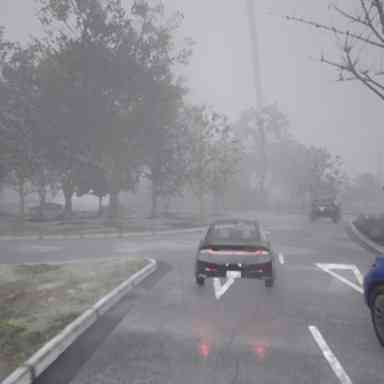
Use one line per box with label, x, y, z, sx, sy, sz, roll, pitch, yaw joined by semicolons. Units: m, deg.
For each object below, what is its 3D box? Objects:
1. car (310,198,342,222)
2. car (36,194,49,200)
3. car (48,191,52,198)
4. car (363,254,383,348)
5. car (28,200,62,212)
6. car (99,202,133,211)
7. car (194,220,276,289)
car;12.168;1.604;30.117;2.150;2.045;5.566;-1;-1;29
car;-36.705;1.422;80.800;1.946;1.575;5.366;0;2;-15
car;-38.123;1.193;86.132;1.946;1.575;5.366;0;2;-15
car;3.681;1.222;2.950;2.150;2.045;5.566;0;0;3
car;-21.934;2.249;49.820;4.674;1.442;1.812;1;-1;-30
car;-12.752;2.410;56.039;5.357;1.411;2.033;0;-1;-2
car;1.216;1.522;9.338;2.128;1.511;4.902;0;0;8
